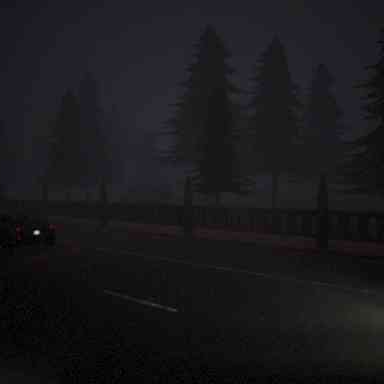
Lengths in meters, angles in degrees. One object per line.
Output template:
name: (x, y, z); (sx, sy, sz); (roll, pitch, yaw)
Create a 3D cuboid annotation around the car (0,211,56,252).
car: (-7.415, 1.474, 13.543); (4.181, 1.385, 1.994); (0, 0, 35)
